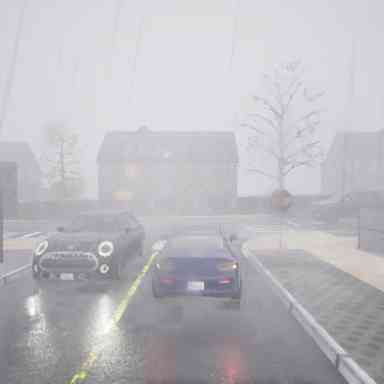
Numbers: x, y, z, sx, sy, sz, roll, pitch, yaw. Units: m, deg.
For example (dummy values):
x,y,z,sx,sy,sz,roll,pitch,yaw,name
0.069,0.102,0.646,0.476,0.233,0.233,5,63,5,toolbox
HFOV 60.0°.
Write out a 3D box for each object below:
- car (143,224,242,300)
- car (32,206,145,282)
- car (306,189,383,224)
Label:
x,y,z,sx,sy,sz,roll,pitch,yaw,name
0.170,1.525,8.282,1.812,1.442,4.674,0,0,3,car
-2.751,1.351,9.877,2.097,1.767,4.553,0,0,3,car
10.295,0.907,21.427,5.566,2.045,2.150,-2,1,0,car
